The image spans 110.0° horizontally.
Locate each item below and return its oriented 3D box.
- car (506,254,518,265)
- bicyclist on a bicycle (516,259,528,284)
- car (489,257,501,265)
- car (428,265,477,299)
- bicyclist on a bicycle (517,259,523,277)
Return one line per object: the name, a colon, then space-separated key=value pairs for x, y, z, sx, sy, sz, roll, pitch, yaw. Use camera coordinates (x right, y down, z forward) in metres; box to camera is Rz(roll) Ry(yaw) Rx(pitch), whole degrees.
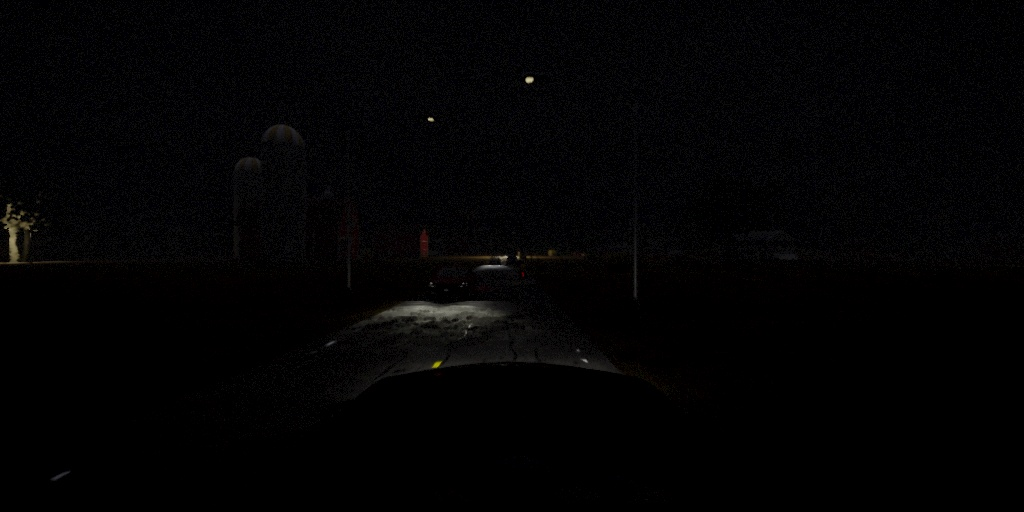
car: x=0.033 y=0.746 z=58.604 sx=1.994 sy=1.385 sz=4.181 roll=0 pitch=1 yaw=0
bicyclist on a bicycle: x=0.741 y=1.140 z=24.777 sx=0.866 sy=1.612 sz=1.509 roll=0 pitch=0 yaw=0
car: x=-2.820 y=0.771 z=59.092 sx=1.895 sy=1.301 sz=4.718 roll=0 pitch=1 yaw=1
car: x=-2.857 y=1.208 z=18.085 sx=1.882 sy=1.535 sz=5.008 roll=0 pitch=0 yaw=0
bicyclist on a bicycle: x=0.740 y=1.084 z=33.274 sx=0.582 sy=1.620 sz=1.656 roll=0 pitch=0 yaw=0
